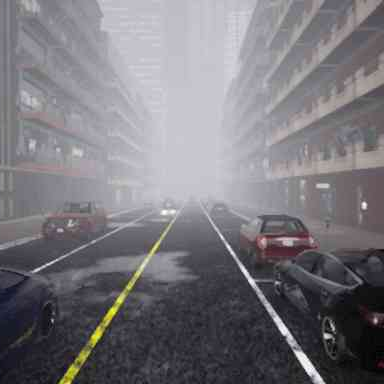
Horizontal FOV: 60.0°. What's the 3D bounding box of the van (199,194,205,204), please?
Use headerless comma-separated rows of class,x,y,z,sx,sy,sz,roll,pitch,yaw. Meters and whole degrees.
van,2.708,1.463,67.272,1.690,1.788,3.998,-1,0,0

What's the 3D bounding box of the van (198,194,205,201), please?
van,2.720,1.519,95.282,1.690,1.788,3.998,-1,0,0

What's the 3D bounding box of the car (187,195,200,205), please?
car,0.030,1.662,63.276,2.033,1.411,5.357,0,0,0

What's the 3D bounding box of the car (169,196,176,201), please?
car,-5.656,1.760,95.314,1.802,1.307,4.206,-1,0,0

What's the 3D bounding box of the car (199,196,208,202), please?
car,2.716,1.689,78.475,1.887,1.381,4.507,-1,0,0

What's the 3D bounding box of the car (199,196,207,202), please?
car,2.719,1.721,84.077,1.947,1.339,4.313,-1,0,0

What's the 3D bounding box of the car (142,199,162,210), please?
car,-5.679,1.631,44.896,2.008,1.369,4.403,-1,0,0

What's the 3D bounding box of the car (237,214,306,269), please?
car,2.684,1.460,11.251,1.967,1.590,4.097,-1,0,0

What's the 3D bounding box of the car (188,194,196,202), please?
car,0.038,1.435,83.198,2.097,1.767,4.553,0,0,0

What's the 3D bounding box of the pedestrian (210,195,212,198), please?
pedestrian,3.025,1.391,54.101,0.375,1.860,0.375,-1,1,-3

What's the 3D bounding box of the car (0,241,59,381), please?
car,-3.099,1.570,3.607,1.994,1.385,4.181,0,0,0

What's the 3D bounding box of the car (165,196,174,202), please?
car,-5.662,1.721,84.109,1.947,1.339,4.313,-1,0,0

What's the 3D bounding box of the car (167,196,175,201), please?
car,-5.660,1.711,89.712,1.887,1.381,4.507,-1,0,0

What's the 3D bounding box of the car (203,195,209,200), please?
car,3.024,1.618,51.275,1.812,1.442,4.674,0,0,0

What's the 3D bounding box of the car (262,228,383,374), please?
car,2.683,1.576,5.649,1.947,1.339,4.313,-1,0,0

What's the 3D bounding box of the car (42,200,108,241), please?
car,-5.695,1.345,16.886,2.192,1.841,5.009,-1,0,0

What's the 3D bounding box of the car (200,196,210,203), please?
car,2.714,1.684,72.873,2.008,1.369,4.403,-1,0,0

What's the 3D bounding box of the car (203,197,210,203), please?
car,2.698,1.620,39.262,2.008,1.369,4.403,-1,0,0

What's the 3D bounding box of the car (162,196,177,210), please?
car,-3.065,1.573,45.317,2.128,1.511,4.902,0,0,0

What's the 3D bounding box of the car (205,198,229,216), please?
car,2.696,1.626,33.659,1.947,1.339,4.313,-1,0,0
